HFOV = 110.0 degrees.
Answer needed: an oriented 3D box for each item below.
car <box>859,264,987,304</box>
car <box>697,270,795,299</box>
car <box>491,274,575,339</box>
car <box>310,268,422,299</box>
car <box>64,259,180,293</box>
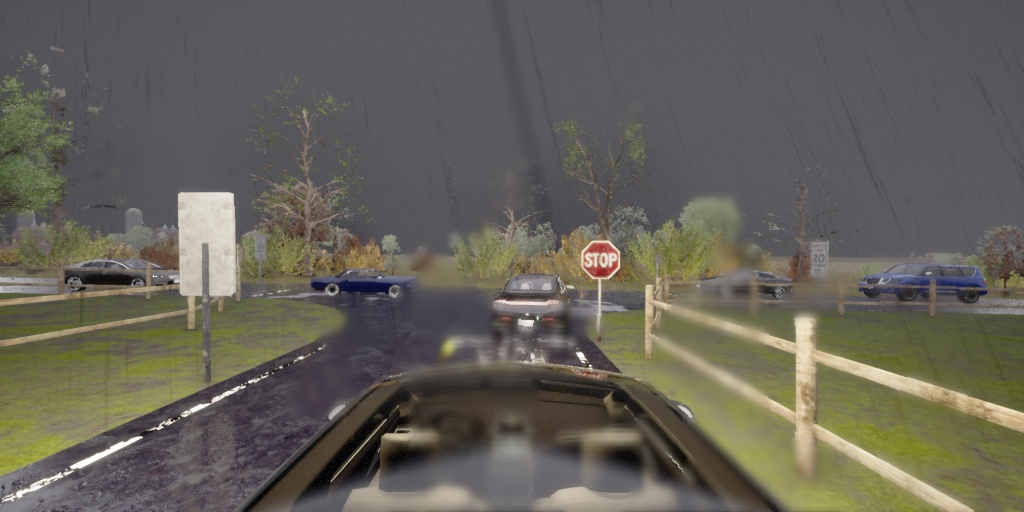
[{"bbox_3d":[22.904,1.466,20.082,5.566,2.045,2.150,1,1,0],"label":"car"},{"bbox_3d":[13.008,1.525,20.096,4.902,1.511,2.128,1,1,0],"label":"car"},{"bbox_3d":[0.708,1.240,10.141,2.128,1.511,4.902,0,0,9],"label":"car"},{"bbox_3d":[-6.818,1.248,17.174,4.718,1.301,1.895,1,1,0],"label":"car"},{"bbox_3d":[-18.486,0.885,17.194,4.902,1.511,2.128,1,1,0],"label":"car"}]
